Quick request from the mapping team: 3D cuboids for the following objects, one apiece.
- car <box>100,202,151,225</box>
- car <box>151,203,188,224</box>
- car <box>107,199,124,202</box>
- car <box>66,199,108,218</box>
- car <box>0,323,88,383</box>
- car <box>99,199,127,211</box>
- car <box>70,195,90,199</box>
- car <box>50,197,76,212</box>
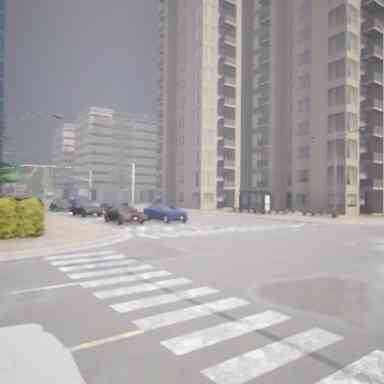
[{"bbox_3d":[-5.251,1.753,25.798,1.994,1.385,4.181,1,-1,-35],"label":"car"},{"bbox_3d":[-2.233,1.711,27.593,1.882,1.535,5.008,1,0,-35],"label":"car"},{"bbox_3d":[-7.603,1.738,35.165,1.837,1.490,4.892,1,0,-35],"label":"car"},{"bbox_3d":[-10.602,1.736,33.334,2.033,1.411,5.357,1,-1,-35],"label":"car"},{"bbox_3d":[-2.906,1.581,1.676,4.718,1.301,1.895,1,-1,-35],"label":"car"},{"bbox_3d":[-11.188,1.772,46.585,2.128,1.511,4.902,1,-1,-35],"label":"car"},{"bbox_3d":[-15.769,1.457,46.760,2.150,2.045,5.566,1,-1,-35],"label":"car"},{"bbox_3d":[-16.367,1.694,41.507,1.837,1.490,4.892,1,-1,-35],"label":"car"}]
